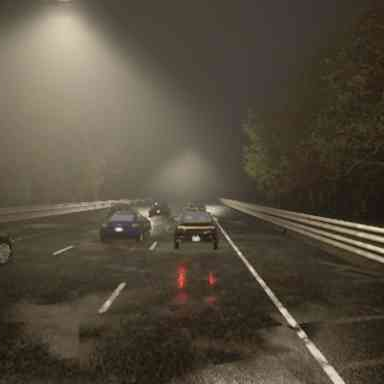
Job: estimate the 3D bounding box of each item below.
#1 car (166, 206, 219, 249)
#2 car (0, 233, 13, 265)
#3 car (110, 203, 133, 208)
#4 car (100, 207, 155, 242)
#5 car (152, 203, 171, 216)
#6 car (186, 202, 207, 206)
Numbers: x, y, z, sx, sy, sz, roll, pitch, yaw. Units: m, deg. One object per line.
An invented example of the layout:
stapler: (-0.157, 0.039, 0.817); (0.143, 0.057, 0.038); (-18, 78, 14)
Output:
car: (0.184, 1.600, 15.149); (2.128, 1.511, 4.902); (0, 0, 1)
car: (-6.875, 1.560, 9.096); (2.128, 1.511, 4.902); (0, 0, 1)
car: (-6.522, 1.735, 30.644); (1.812, 1.442, 4.674); (0, 0, 0)
car: (-3.294, 1.685, 17.114); (1.994, 1.385, 4.181); (0, 0, 1)
car: (-3.056, 1.785, 32.755); (1.994, 1.385, 4.181); (0, 0, 1)
car: (0.431, 1.708, 32.130); (2.128, 1.511, 4.902); (0, 0, 1)
